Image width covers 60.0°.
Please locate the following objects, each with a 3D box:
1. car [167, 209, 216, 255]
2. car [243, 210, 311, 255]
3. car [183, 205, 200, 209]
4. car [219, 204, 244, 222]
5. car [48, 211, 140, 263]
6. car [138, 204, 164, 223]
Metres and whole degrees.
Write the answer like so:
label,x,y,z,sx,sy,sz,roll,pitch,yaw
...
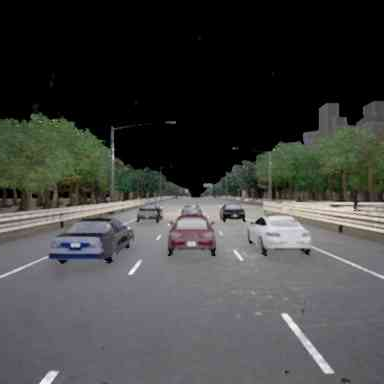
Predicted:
label,x,y,z,sx,sy,sz,roll,pitch,yaw
car,0.004,1.667,13.903,1.812,1.442,4.674,0,0,0
car,3.507,1.667,13.903,1.812,1.442,4.674,0,0,0
car,-0.024,1.820,27.520,2.033,1.411,5.357,0,0,0
car,3.489,1.765,29.239,1.882,1.535,5.008,0,0,0
car,-3.505,1.675,12.531,2.033,1.411,5.357,0,-1,0
car,-3.516,1.773,28.505,2.128,1.511,4.902,0,0,0
